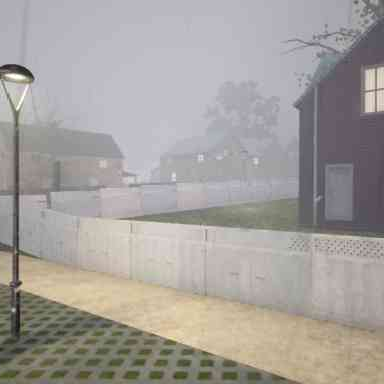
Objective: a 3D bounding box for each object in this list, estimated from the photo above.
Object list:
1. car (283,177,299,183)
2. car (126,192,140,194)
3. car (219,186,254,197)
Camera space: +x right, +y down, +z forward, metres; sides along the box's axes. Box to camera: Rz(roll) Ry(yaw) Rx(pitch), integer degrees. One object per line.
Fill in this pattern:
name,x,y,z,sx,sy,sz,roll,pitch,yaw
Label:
car,13.353,-1.172,42.145,4.553,1.767,2.097,-4,3,-39
car,-4.818,0.406,26.976,4.718,1.301,1.895,-4,3,-40
car,3.665,-0.177,30.234,5.008,1.535,1.882,-4,3,-40
